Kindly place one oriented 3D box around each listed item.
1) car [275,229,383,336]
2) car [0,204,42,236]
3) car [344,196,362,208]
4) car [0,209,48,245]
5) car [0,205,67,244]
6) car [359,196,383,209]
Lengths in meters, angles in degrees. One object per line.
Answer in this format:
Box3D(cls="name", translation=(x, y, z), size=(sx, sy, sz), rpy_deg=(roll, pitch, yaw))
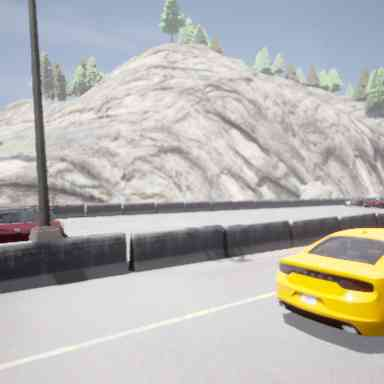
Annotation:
Box3D(cls="car", translation=(3.772, 1.457, 6.441), size=(5.008, 1.535, 1.882), rpy_deg=(0, 0, -35))
Box3D(cls="car", translation=(-10.888, 1.487, 17.722), size=(4.902, 1.511, 2.128), rpy_deg=(0, 0, -36))
Box3D(cls="car", translation=(23.041, 1.354, 46.192), size=(4.902, 1.511, 2.128), rpy_deg=(0, 0, -35))
Box3D(cls="car", translation=(-8.886, 1.559, 14.851), size=(4.181, 1.385, 1.994), rpy_deg=(0, 0, -35))
Box3D(cls="car", translation=(-6.967, 1.348, 11.920), size=(4.553, 1.767, 2.097), rpy_deg=(0, 0, -36))
Box3D(cls="car", translation=(23.863, 1.466, 42.489), size=(4.718, 1.301, 1.895), rpy_deg=(0, 0, -35))
